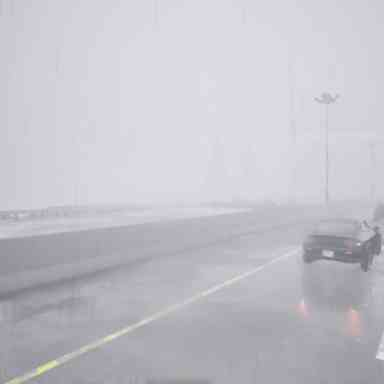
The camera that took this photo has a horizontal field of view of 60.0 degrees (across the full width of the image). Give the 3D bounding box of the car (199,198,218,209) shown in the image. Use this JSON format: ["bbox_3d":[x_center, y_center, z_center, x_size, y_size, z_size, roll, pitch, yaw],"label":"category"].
[{"bbox_3d":[2.850,1.483,44.906,1.812,1.442,4.674,0,0,35],"label":"car"}]

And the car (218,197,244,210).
[{"bbox_3d":[5.734,1.432,42.927,1.882,1.535,5.008,0,0,35],"label":"car"}]

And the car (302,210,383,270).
[{"bbox_3d":[5.043,1.509,11.009,1.812,1.442,4.674,0,0,35],"label":"car"}]

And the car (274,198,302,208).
[{"bbox_3d":[11.613,1.475,39.128,1.812,1.442,4.674,0,0,35],"label":"car"}]

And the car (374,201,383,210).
[{"bbox_3d":[15.254,1.461,25.662,1.837,1.490,4.892,0,0,35],"label":"car"}]

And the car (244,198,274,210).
[{"bbox_3d":[8.718,1.430,41.091,1.882,1.535,5.008,0,0,35],"label":"car"}]
